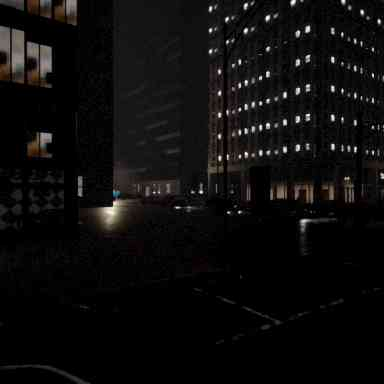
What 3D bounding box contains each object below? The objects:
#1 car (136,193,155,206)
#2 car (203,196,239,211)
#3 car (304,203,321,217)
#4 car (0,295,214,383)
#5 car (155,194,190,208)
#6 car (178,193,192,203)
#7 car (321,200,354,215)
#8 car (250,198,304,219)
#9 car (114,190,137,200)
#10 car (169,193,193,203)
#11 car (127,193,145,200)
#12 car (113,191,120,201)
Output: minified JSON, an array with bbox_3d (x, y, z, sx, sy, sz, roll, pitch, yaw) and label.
[{"bbox_3d":[-5.425,1.094,45.011,1.752,1.417,4.829,1,0,-33],"label":"car"},{"bbox_3d":[3.164,1.189,36.463,2.128,1.511,4.902,0,1,-32],"label":"car"},{"bbox_3d":[8.182,1.309,28.499,1.837,1.490,4.892,0,1,-32],"label":"car"},{"bbox_3d":[-2.049,1.505,1.614,4.892,1.490,1.837,0,0,-36],"label":"car"},{"bbox_3d":[-2.477,1.211,40.515,1.802,1.307,4.206,1,0,-33],"label":"car"},{"bbox_3d":[-2.444,1.058,45.176,1.882,1.535,5.008,0,1,-34],"label":"car"},{"bbox_3d":[13.037,1.377,31.249,1.802,1.307,4.206,1,0,-32],"label":"car"},{"bbox_3d":[6.417,1.399,26.558,1.802,1.307,4.206,1,0,-32],"label":"car"},{"bbox_3d":[-13.275,0.786,65.980,1.882,1.535,5.008,0,1,-36],"label":"car"},{"bbox_3d":[-1.855,0.926,54.351,1.967,1.590,4.097,1,0,-35],"label":"car"},{"bbox_3d":[-11.498,0.864,67.799,1.947,1.339,4.313,1,0,-36],"label":"car"},{"bbox_3d":[-14.969,0.920,58.893,1.887,1.381,4.507,1,0,-35],"label":"car"}]
